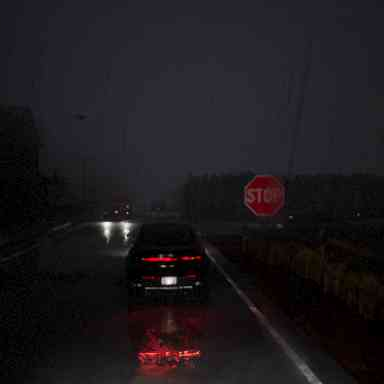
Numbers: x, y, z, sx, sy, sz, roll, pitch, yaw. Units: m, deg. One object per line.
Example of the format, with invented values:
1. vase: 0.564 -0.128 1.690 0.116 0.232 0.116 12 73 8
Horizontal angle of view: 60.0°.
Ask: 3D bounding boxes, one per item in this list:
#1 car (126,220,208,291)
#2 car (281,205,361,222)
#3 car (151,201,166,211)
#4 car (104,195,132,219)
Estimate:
1. car: -0.727 1.539 9.128 1.837 1.490 4.892 0 0 -6
2. car: 9.209 1.624 23.838 5.357 1.411 2.033 0 0 -6
3. car: -4.281 1.751 42.362 1.895 1.301 4.718 0 0 -6
4. car: -6.643 1.332 30.371 2.150 2.045 5.566 0 0 -8
